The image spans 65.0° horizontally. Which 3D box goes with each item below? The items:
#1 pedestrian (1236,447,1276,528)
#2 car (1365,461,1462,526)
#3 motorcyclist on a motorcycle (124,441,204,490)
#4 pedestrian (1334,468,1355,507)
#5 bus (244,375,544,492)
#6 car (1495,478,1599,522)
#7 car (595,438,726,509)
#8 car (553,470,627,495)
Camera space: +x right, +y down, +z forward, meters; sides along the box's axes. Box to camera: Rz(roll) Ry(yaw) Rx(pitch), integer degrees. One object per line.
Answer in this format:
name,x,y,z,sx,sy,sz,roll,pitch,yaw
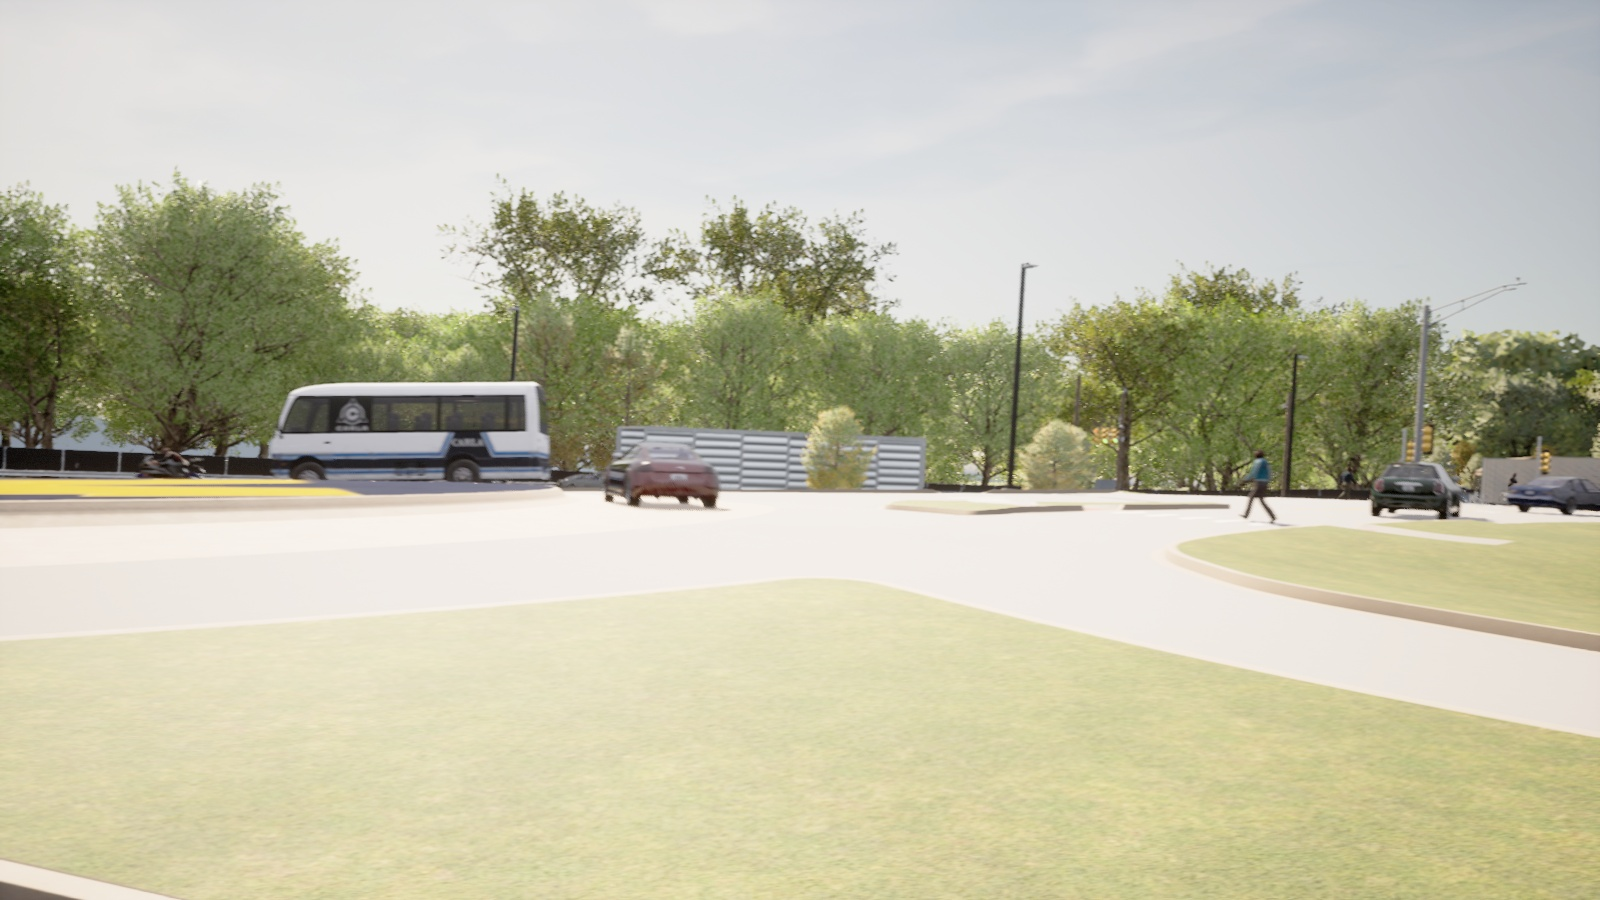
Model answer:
pedestrian,11.146,0.914,30.710,0.396,1.930,0.692,4,-1,-42
car,18.869,1.285,38.505,2.097,1.767,4.553,3,1,33
motorcyclist on a motorcycle,-21.495,0.527,42.502,2.191,1.530,0.866,2,-5,-12
pedestrian,26.054,1.789,60.078,0.726,1.835,0.370,4,0,-17
bus,-15.268,-0.547,48.125,10.273,4.253,3.944,0,-2,-4
car,28.568,1.904,47.074,5.357,1.411,2.033,3,0,-33
car,-3.182,0.497,27.835,1.994,1.385,4.181,2,-1,-18
car,-13.235,2.056,78.984,4.181,1.385,1.994,3,0,-24
